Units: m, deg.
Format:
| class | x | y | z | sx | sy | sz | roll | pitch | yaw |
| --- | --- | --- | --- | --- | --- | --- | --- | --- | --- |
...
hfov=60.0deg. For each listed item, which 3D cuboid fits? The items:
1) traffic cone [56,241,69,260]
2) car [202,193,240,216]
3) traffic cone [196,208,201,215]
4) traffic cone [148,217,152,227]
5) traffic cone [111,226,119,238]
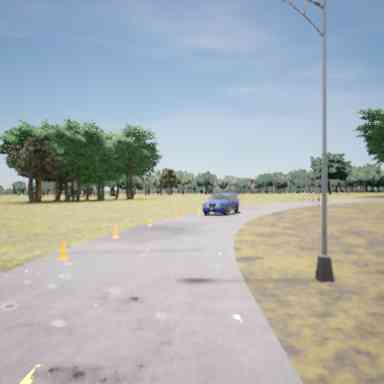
| class | x | y | z | sx | sy | sz | roll | pitch | yaw |
| --- | --- | --- | --- | --- | --- | --- | --- | --- | --- |
| traffic cone | -4.294 | 1.943 | 11.091 | 0.340 | 0.580 | 0.340 | 0 | 0 | 4 |
| car | 2.819 | 1.084 | 31.049 | 2.150 | 2.045 | 5.566 | 0 | 1 | 25 |
| traffic cone | 0.635 | 1.827 | 31.248 | 0.340 | 0.580 | 0.340 | 0 | 1 | 24 |
| traffic cone | -2.708 | 1.912 | 21.384 | 0.340 | 0.580 | 0.340 | 0 | 0 | 14 |
| traffic cone | -3.724 | 1.934 | 16.271 | 0.340 | 0.580 | 0.340 | 0 | 0 | 9 |
